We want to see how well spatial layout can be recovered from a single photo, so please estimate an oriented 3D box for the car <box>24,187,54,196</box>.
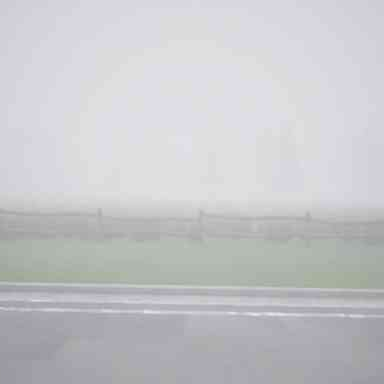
[{"bbox_3d":[-26.917,0.026,58.536,4.605,1.855,1.932,1,1,0],"label":"car"}]
